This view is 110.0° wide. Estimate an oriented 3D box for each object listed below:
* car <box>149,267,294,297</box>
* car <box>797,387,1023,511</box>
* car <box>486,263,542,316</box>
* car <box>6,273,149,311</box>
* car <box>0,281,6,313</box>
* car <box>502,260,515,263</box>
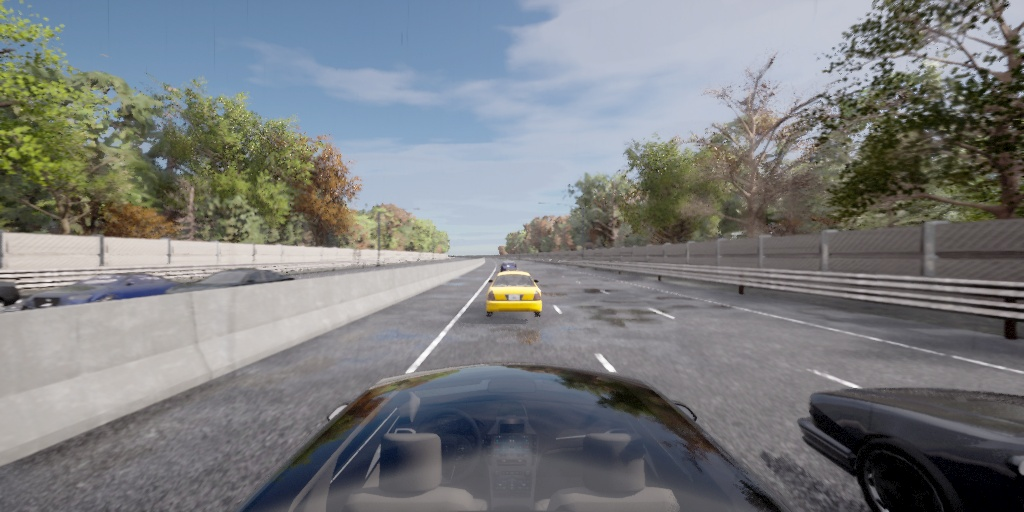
[{"bbox_3d":[-10.659,1.234,14.014,1.882,1.535,5.008,0,0,0],"label":"car"},{"bbox_3d":[3.597,1.296,0.843,2.033,1.411,5.357,0,0,0],"label":"car"},{"bbox_3d":[0.047,1.211,13.237,1.801,1.575,5.366,0,0,0],"label":"car"},{"bbox_3d":[-14.152,1.320,12.881,1.994,1.385,4.181,0,0,0],"label":"car"},{"bbox_3d":[-17.633,1.248,10.083,2.128,1.511,4.902,0,0,0],"label":"car"},{"bbox_3d":[-0.450,1.270,44.401,2.163,1.488,4.792,0,0,-1],"label":"car"}]
